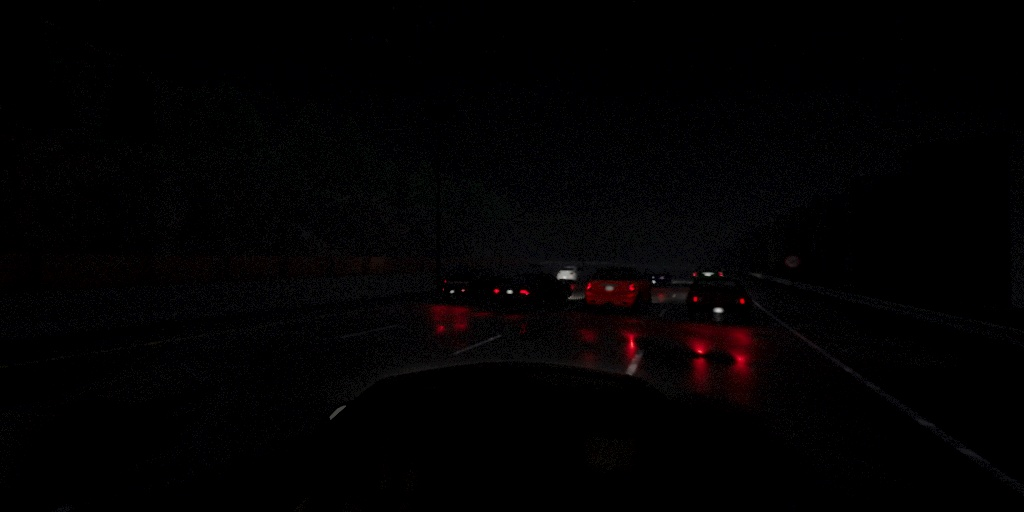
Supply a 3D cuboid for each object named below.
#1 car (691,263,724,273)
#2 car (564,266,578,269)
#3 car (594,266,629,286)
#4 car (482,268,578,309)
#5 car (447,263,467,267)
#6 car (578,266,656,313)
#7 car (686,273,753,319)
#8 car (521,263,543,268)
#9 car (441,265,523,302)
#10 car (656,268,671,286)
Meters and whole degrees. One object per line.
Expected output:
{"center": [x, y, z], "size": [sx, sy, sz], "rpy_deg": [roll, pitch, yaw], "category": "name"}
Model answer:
{"center": [14.573, 1.361, 26.748], "size": [2.097, 1.767, 4.553], "rpy_deg": [0, -1, 28], "category": "car"}
{"center": [5.500, 1.603, 32.045], "size": [1.812, 1.442, 4.674], "rpy_deg": [0, 0, 28], "category": "car"}
{"center": [8.388, 1.617, 30.027], "size": [1.994, 1.385, 4.181], "rpy_deg": [0, -1, 28], "category": "car"}
{"center": [1.064, 1.454, 16.010], "size": [2.033, 1.411, 5.357], "rpy_deg": [0, -1, 27], "category": "car"}
{"center": [-8.087, 1.782, 51.488], "size": [1.882, 1.535, 5.008], "rpy_deg": [0, 0, 29], "category": "car"}
{"center": [4.610, 1.245, 15.227], "size": [2.097, 1.767, 4.553], "rpy_deg": [0, -1, 28], "category": "car"}
{"center": [7.644, 1.473, 13.482], "size": [1.895, 1.301, 4.718], "rpy_deg": [0, -1, 28], "category": "car"}
{"center": [1.952, 1.758, 48.106], "size": [1.837, 1.490, 4.892], "rpy_deg": [0, 1, 28], "category": "car"}
{"center": [-1.594, 1.429, 18.469], "size": [2.128, 1.511, 4.902], "rpy_deg": [0, -1, 28], "category": "car"}
{"center": [11.388, 1.631, 28.215], "size": [1.895, 1.301, 4.718], "rpy_deg": [0, -1, 28], "category": "car"}
